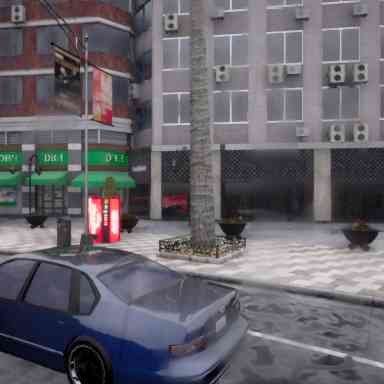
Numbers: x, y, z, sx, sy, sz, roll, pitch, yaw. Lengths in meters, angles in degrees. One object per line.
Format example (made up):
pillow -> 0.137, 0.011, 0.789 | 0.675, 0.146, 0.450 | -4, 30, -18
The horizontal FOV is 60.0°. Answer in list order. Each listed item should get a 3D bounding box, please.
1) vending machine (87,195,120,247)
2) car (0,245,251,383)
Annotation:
vending machine -> -3.733, 1.195, 14.134 | 0.880, 2.100, 1.100 | 0, 0, 24
car -> -1.895, 1.547, 4.962 | 5.357, 1.411, 2.033 | 0, 0, 28
